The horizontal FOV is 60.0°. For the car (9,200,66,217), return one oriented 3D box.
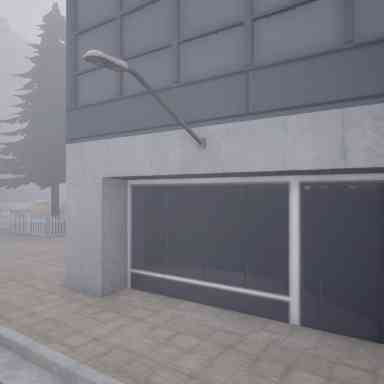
[{"bbox_3d":[-13.847,1.493,30.159,1.882,1.535,5.008,0,0,34],"label":"car"}]
